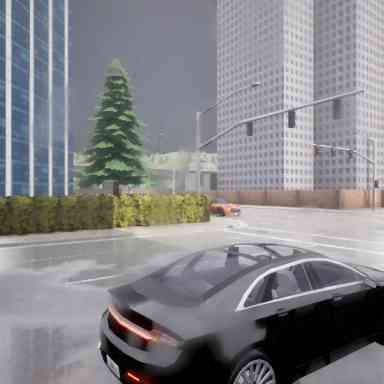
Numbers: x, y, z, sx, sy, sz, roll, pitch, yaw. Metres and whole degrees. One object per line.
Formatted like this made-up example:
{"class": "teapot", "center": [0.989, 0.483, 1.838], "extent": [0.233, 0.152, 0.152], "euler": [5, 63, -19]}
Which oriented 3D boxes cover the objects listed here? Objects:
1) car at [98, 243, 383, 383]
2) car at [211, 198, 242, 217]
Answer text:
{"class": "car", "center": [1.207, 1.492, 4.667], "extent": [4.902, 1.511, 2.128], "euler": [0, 0, -35]}
{"class": "car", "center": [2.561, 1.353, 30.929], "extent": [2.097, 1.767, 4.553], "euler": [0, 0, -35]}
